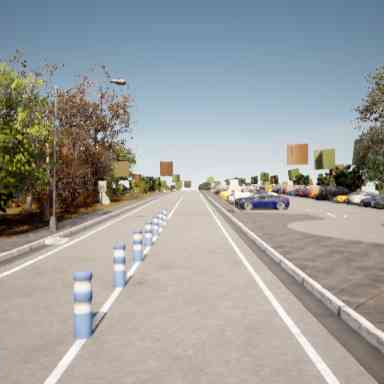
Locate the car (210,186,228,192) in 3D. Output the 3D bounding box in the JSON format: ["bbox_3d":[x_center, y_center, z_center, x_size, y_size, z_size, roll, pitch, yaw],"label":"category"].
[{"bbox_3d":[7.262,-0.804,89.777,4.553,1.767,2.185,0,1,0],"label":"car"}]

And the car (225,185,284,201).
[{"bbox_3d":[6.877,0.489,37.056,5.566,2.045,2.435,0,2,0],"label":"car"}]

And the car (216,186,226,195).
[{"bbox_3d":[6.781,0.283,51.060,5.366,1.575,1.946,0,2,0],"label":"car"}]

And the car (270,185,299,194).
[{"bbox_3d":[20.203,-0.533,72.921,5.566,2.045,2.435,0,1,0],"label":"car"}]

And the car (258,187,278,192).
[{"bbox_3d":[20.366,-0.680,89.544,5.008,1.535,2.097,0,1,0],"label":"car"}]

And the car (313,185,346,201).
[{"bbox_3d":[20.026,0.214,45.238,5.566,2.045,2.435,0,2,0],"label":"car"}]

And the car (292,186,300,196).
[{"bbox_3d":[20.120,0.154,56.315,4.792,1.488,2.163,0,1,0],"label":"car"}]

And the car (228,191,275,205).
[{"bbox_3d":[7.057,0.646,39.838,5.366,1.575,1.946,0,2,0],"label":"car"}]

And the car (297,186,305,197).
[{"bbox_3d":[20.098,0.228,53.677,4.792,1.488,2.163,0,2,1],"label":"car"}]

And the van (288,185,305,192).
[{"bbox_3d":[20.006,-0.173,59.061,4.442,1.987,1.878,0,1,0],"label":"van"}]

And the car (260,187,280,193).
[{"bbox_3d":[20.346,-0.573,86.775,4.674,1.452,2.002,0,1,0],"label":"car"}]

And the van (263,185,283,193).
[{"bbox_3d":[20.442,-0.776,84.124,4.442,1.987,1.878,0,1,0],"label":"van"}]

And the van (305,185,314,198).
[{"bbox_3d":[20.162,0.057,50.899,4.442,1.987,1.878,0,2,0],"label":"van"}]

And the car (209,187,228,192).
[{"bbox_3d":[7.311,-0.745,92.556,5.008,1.535,2.097,0,1,0],"label":"car"}]

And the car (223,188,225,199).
[{"bbox_3d":[6.902,0.560,42.614,4.892,1.521,2.231,0,2,0],"label":"car"}]

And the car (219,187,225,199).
[{"bbox_3d":[6.733,0.465,45.390,5.366,1.575,1.946,0,2,0],"label":"car"}]

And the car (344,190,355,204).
[{"bbox_3d":[19.925,0.777,36.943,4.674,1.452,2.002,0,2,0],"label":"car"}]

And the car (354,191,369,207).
[{"bbox_3d":[19.875,0.856,34.174,4.792,1.488,2.163,0,2,0],"label":"car"}]

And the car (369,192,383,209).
[{"bbox_3d":[19.913,0.788,31.525,4.553,1.767,2.185,0,2,0],"label":"car"}]

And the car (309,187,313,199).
[{"bbox_3d":[19.993,0.405,48.016,4.792,1.488,2.163,0,2,0],"label":"car"}]

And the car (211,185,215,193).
[{"bbox_3d":[7.100,-0.185,70.354,4.792,1.488,2.163,0,1,0],"label":"car"}]

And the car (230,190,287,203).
[{"bbox_3d":[6.830,0.830,34.290,5.008,1.535,2.097,0,2,0],"label":"car"}]

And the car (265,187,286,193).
[{"bbox_3d":[20.305,-0.444,81.361,4.674,1.452,2.002,0,1,0],"label":"car"}]

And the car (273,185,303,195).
[{"bbox_3d":[20.180,-0.467,70.152,5.566,2.045,2.435,0,1,0],"label":"car"}]

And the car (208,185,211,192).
[{"bbox_3d":[6.991,-0.350,75.905,5.366,1.575,1.946,0,1,0],"label":"car"}]

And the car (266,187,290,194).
[{"bbox_3d":[20.272,-0.415,78.467,5.008,1.535,2.097,0,1,0],"label":"car"}]

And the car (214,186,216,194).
[{"bbox_3d":[7.088,0.015,62.027,4.792,1.488,2.163,0,1,0],"label":"car"}]

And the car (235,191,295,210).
[{"bbox_3d":[6.772,0.951,31.517,4.792,1.488,2.163,0,2,0],"label":"car"}]

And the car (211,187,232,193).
[{"bbox_3d":[7.217,-0.479,81.454,4.892,1.521,2.231,0,1,0],"label":"car"}]

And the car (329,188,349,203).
[{"bbox_3d":[19.766,0.643,39.712,5.366,1.575,1.946,0,2,0],"label":"car"}]

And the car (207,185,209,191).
[{"bbox_3d":[7.061,-0.549,84.231,5.366,1.575,1.946,0,1,0],"label":"car"}]

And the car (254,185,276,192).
[{"bbox_3d":[20.367,-1.000,92.432,5.566,2.045,2.435,0,1,0],"label":"car"}]

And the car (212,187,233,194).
[{"bbox_3d":[7.206,-0.412,78.679,4.892,1.521,2.231,0,1,0],"label":"car"}]

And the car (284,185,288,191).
[{"bbox_3d":[20.143,-0.017,61.851,5.008,1.535,2.097,0,1,0],"label":"car"}]

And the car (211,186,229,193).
[{"bbox_3d":[7.238,-0.738,87.002,4.553,1.767,2.185,0,1,0],"label":"car"}]

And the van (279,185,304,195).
[{"bbox_3d":[20.068,-0.375,67.385,4.442,1.987,1.878,0,1,0],"label":"van"}]

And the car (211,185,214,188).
[{"bbox_3d":[7.124,-0.251,73.129,4.792,1.488,2.163,0,1,0],"label":"car"}]
